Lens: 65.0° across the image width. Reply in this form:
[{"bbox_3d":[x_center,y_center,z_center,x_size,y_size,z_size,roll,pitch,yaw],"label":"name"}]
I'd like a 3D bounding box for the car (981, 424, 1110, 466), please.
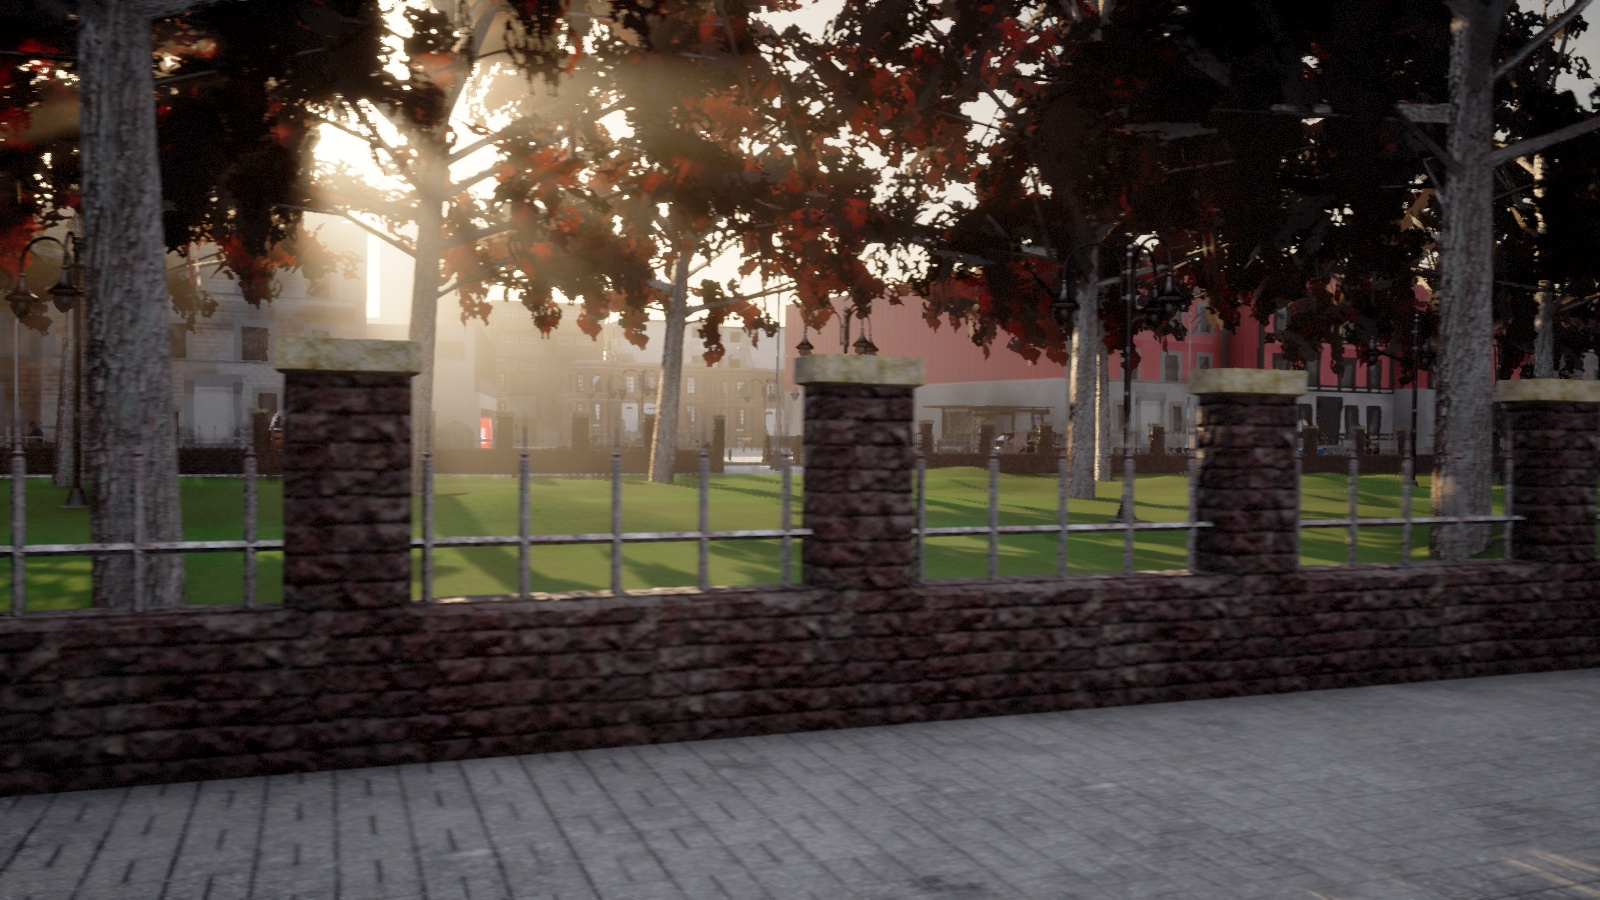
[{"bbox_3d":[10.110,-0.223,51.778,4.856,1.649,2.033,-1,1,-21],"label":"car"}]

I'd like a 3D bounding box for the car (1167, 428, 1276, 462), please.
[{"bbox_3d":[18.418,-0.231,54.941,4.181,1.385,1.994,-1,1,-20],"label":"car"}]

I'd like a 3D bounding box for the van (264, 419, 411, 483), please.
[{"bbox_3d":[-15.470,0.005,42.056,4.480,2.038,2.069,-1,1,-21],"label":"van"}]

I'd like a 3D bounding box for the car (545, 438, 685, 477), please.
[{"bbox_3d":[-6.686,0.232,45.403,4.718,1.301,1.895,-1,1,-21],"label":"car"}]
